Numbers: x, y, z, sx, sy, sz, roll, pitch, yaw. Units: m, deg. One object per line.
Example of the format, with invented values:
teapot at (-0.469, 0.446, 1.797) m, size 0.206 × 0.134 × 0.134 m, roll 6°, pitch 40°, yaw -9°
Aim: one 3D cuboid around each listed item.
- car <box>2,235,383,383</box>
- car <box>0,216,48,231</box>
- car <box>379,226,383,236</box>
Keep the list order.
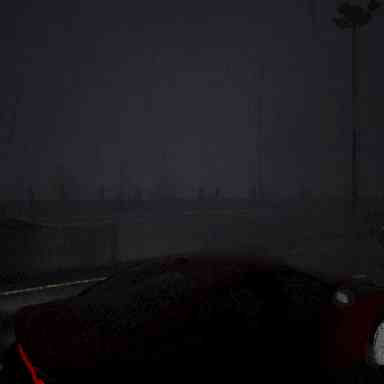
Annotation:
car at (0.579, 1.477, 4.050) m, size 5.008 × 1.535 × 1.882 m, roll 0°, pitch 0°, yaw -34°
car at (-7.113, 1.561, 11.665) m, size 4.181 × 1.385 × 1.994 m, roll 0°, pitch 0°, yaw -34°
car at (9.511, 1.562, 13.334) m, size 4.181 × 1.385 × 1.994 m, roll 0°, pitch 0°, yaw -28°
